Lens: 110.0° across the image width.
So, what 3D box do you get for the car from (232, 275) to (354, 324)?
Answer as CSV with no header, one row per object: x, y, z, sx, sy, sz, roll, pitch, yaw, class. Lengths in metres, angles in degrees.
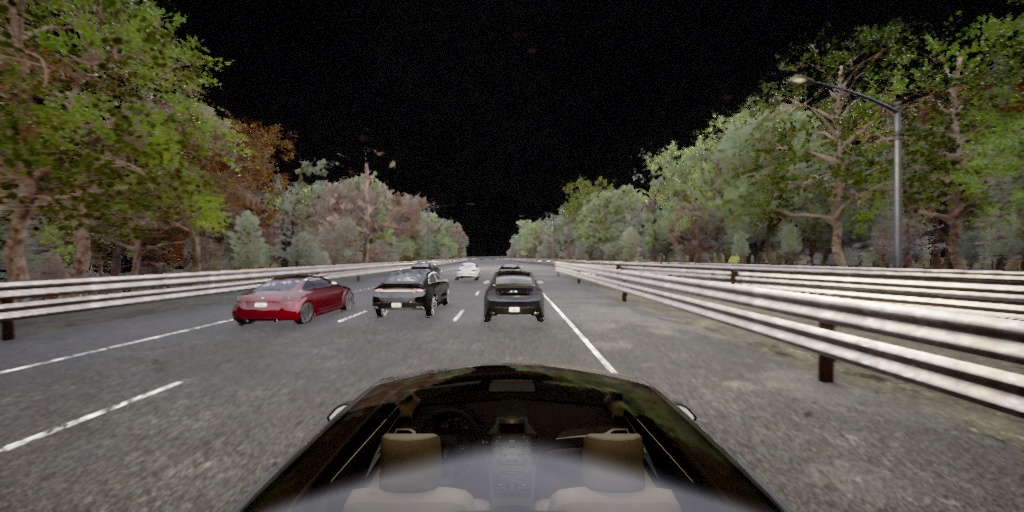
-6.948,1.317,11.901,1.994,1.385,4.181,0,0,0,car

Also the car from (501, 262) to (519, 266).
-0.178,1.256,29.700,2.128,1.511,4.902,0,0,-1,car

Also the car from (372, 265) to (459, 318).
-3.456,1.245,13.079,2.128,1.511,4.902,0,0,0,car

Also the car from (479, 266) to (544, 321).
0.050,1.257,12.475,1.837,1.490,4.892,0,0,0,car

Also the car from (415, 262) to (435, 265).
-7.182,1.259,29.851,2.128,1.511,4.902,0,0,-1,car

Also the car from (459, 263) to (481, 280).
-3.701,1.293,30.918,1.812,1.442,4.674,0,0,-1,car
